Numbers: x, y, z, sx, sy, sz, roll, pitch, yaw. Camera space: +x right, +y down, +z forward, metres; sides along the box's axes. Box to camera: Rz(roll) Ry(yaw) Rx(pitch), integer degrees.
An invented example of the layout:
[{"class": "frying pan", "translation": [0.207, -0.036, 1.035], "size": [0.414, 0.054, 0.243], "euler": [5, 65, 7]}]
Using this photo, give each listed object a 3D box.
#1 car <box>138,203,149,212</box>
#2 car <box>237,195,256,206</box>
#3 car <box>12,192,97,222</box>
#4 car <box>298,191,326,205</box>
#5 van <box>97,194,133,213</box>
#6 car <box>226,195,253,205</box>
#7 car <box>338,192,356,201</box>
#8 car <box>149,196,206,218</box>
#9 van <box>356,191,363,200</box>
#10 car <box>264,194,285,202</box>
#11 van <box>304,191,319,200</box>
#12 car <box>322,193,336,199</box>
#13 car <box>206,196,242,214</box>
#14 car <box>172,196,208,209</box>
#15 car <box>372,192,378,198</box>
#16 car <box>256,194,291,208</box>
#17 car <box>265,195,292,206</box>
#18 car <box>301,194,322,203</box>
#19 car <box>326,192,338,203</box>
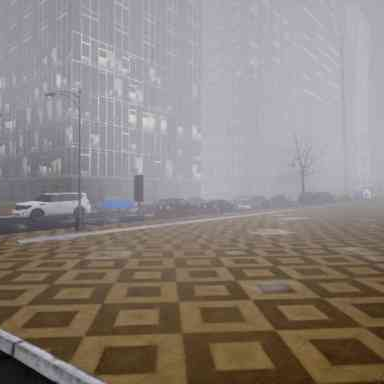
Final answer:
[{"class": "car", "translation": [-3.152, 1.346, 33.833], "size": [1.895, 1.301, 4.718], "euler": [0, 1, 40]}, {"class": "car", "translation": [8.608, 1.147, 47.513], "size": [2.033, 1.411, 5.357], "euler": [0, 1, 41]}, {"class": "car", "translation": [-10.478, 1.059, 25.261], "size": [2.150, 2.045, 5.566], "euler": [0, 1, 41]}, {"class": "car", "translation": [17.258, 0.885, 48.798], "size": [2.192, 1.841, 5.009], "euler": [1, 1, 41]}, {"class": "van", "translation": [-7.669, 1.106, 32.711], "size": [1.690, 1.788, 3.998], "euler": [1, 1, 41]}, {"class": "car", "translation": [7.202, 1.148, 49.934], "size": [1.947, 1.339, 4.313], "euler": [1, 1, 41]}, {"class": "car", "translation": [28.453, 0.957, 61.905], "size": [1.752, 1.417, 4.829], "euler": [1, 1, 41]}, {"class": "car", "translation": [-1.125, 1.240, 27.096], "size": [1.967, 1.590, 4.097], "euler": [1, 1, 41]}, {"class": "van", "translation": [35.735, 0.683, 70.424], "size": [1.690, 1.788, 3.998], "euler": [1, 1, 41]}, {"class": "car", "translation": [14.593, 1.056, 58.585], "size": [1.947, 1.339, 4.313], "euler": [1, 1, 41]}, {"class": "van", "translation": [25.680, 0.694, 71.557], "size": [1.690, 1.788, 3.998], "euler": [1, 1, 41]}, {"class": "car", "translation": [33.070, 0.828, 80.212], "size": [1.947, 1.339, 4.313], "euler": [1, 1, 41]}, {"class": "car", "translation": [2.527, 1.320, 31.459], "size": [1.947, 1.339, 4.313], "euler": [1, 1, 41]}, {"class": "car", "translation": [-0.194, 1.218, 41.291], "size": [1.887, 1.381, 4.507], "euler": [1, 1, 41]}, {"class": "car", "translation": [43.151, 0.704, 79.641], "size": [1.801, 1.575, 5.366], "euler": [0, 1, 41]}, {"class": "car", "translation": [9.866, 1.244, 40.151], "size": [1.802, 1.307, 4.206], "euler": [1, 1, 41]}, {"class": "car", "translation": [12.234, 1.123, 46.919], "size": [1.812, 1.442, 4.674], "euler": [0, 1, 41]}, {"class": "car", "translation": [20.265, 1.062, 56.325], "size": [1.994, 1.385, 4.181], "euler": [0, 1, 41]}, {"class": "car", "translation": [20.953, 0.839, 53.123], "size": [2.192, 1.841, 5.009], "euler": [1, 1, 41]}]
